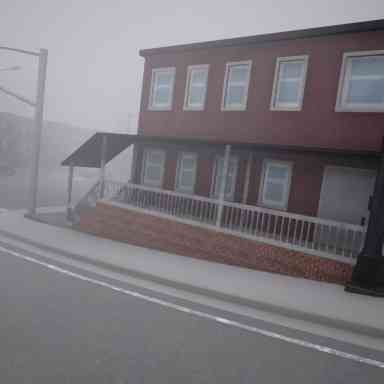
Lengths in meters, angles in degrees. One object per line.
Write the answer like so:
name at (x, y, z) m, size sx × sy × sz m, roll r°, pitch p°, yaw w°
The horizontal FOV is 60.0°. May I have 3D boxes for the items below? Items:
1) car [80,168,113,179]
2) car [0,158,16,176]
car at (-12.559, -2.480, 43.956) m, size 1.812 × 1.442 × 4.674 m, roll 10°, pitch 7°, yaw 35°
car at (-20.274, -2.662, 33.268) m, size 2.097 × 1.767 × 4.553 m, roll 10°, pitch 6°, yaw 35°
